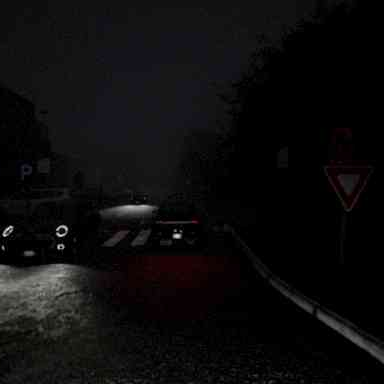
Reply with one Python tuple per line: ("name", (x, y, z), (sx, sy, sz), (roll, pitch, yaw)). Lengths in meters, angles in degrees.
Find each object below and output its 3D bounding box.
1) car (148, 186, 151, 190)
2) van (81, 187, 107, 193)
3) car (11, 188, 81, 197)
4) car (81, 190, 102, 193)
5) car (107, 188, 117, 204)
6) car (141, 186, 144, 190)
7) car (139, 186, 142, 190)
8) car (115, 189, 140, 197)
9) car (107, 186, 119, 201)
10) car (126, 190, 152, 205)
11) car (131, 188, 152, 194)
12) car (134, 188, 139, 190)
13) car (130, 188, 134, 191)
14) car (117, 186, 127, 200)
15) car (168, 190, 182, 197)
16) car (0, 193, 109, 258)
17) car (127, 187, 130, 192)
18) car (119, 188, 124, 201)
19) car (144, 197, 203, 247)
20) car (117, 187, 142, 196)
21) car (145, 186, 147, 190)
("car", (-14.072, -0.266, 87.631), (4.892, 1.521, 2.231), (-2, 1, -23))
("van", (-11.246, 0.570, 33.625), (4.442, 1.987, 1.878), (-2, 2, -23))
("car", (-10.476, 0.800, 21.660), (5.566, 2.045, 2.435), (-2, 2, -23))
("car", (-10.626, 0.913, 27.758), (5.366, 1.575, 1.946), (-2, 1, -23))
("car", (-11.294, 0.728, 36.677), (5.008, 1.535, 2.097), (-2, 2, -23))
("car", (-12.741, -0.080, 63.679), (5.566, 2.045, 2.435), (-2, 1, -23))
("car", (-12.419, 0.223, 60.740), (5.366, 1.575, 1.946), (-2, 1, -23))
("car", (-12.904, 0.155, 66.658), (4.674, 1.452, 2.002), (-2, 2, -23))
("car", (-11.501, 0.539, 39.670), (4.553, 1.767, 2.185), (-2, 1, -23))
("car", (-6.132, 0.760, 39.099), (1.895, 1.301, 4.718), (0, 1, -3))
("car", (-14.241, -0.381, 93.697), (5.366, 1.575, 1.946), (-2, 1, -23))
("car", (-12.250, 0.098, 54.678), (5.566, 2.045, 2.435), (-2, 1, -23))
("car", (-12.086, 0.440, 51.688), (4.792, 1.488, 2.163), (-2, 1, -23))
("car", (-11.760, 0.410, 45.680), (4.553, 1.767, 2.185), (-2, 2, -23))
("car", (-2.391, 0.486, 47.245), (1.812, 1.442, 4.674), (0, 1, -3))
("car", (-4.626, 1.102, 11.653), (2.097, 1.767, 4.553), (0, 1, 0))
("car", (-11.921, 0.347, 48.676), (4.553, 1.767, 2.185), (-2, 2, -23))
("car", (-11.630, 0.640, 42.678), (4.674, 1.452, 2.002), (-2, 1, -23))
("car", (-0.588, 1.179, 13.391), (2.128, 1.511, 4.902), (0, 1, -2))
("car", (-13.102, -0.067, 69.645), (4.553, 1.767, 2.185), (-2, 1, -23))
("car", (-13.366, -0.025, 75.662), (4.792, 1.488, 2.163), (-2, 1, -23))
